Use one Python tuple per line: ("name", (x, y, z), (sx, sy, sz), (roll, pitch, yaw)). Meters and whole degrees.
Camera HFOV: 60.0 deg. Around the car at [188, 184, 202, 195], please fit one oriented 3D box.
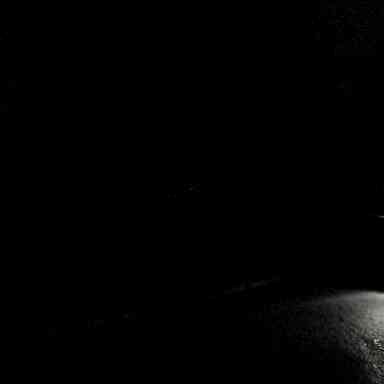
("car", (-0.864, -0.309, 42.438), (2.150, 2.045, 5.566), (2, 2, -34))
